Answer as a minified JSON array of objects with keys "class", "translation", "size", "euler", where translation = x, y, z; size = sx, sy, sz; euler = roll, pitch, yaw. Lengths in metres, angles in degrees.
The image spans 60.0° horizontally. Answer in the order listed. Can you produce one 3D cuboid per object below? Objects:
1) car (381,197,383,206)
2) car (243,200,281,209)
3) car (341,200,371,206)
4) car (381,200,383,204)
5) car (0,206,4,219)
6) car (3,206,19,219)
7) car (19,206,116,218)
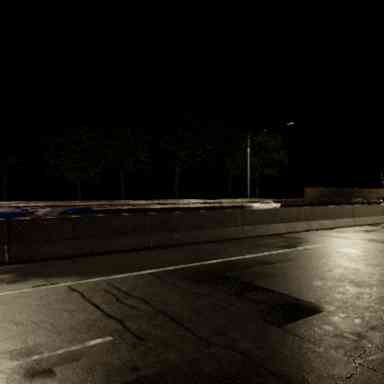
[{"class":"car","translation":[36.149,1.669,59.654],"size":[5.008,1.535,1.882],"euler":[0,0,-35]},{"class":"car","translation":[8.437,1.675,40.088],"size":[4.718,1.301,1.895],"euler":[0,0,-35]},{"class":"car","translation":[22.588,1.724,45.830],"size":[4.718,1.301,1.895],"euler":[0,0,-35]},{"class":"car","translation":[27.305,1.639,44.880],"size":[4.892,1.490,1.837],"euler":[0,0,-35]},{"class":"car","translation":[-12.077,1.569,21.172],"size":[4.181,1.385,1.994],"euler":[0,0,-35]},{"class":"car","translation":[-7.936,1.558,19.827],"size":[5.357,1.411,2.033],"euler":[0,0,-35]},{"class":"car","translation":[-5.931,1.537,16.958],"size":[4.674,1.442,1.812],"euler":[0,0,-35]}]
